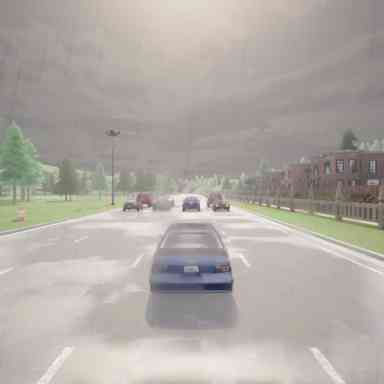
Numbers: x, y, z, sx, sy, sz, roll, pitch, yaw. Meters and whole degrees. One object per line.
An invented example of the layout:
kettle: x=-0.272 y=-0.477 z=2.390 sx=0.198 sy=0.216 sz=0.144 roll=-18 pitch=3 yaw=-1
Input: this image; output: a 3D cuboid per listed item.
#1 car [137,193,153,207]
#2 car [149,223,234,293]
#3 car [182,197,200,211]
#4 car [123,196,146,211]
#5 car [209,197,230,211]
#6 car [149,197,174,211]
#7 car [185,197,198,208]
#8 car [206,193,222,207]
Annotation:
car: x=-7.097 y=1.221 z=50.024 sx=2.150 sy=2.045 sz=5.566 roll=0 pitch=0 yaw=0
car: x=-0.018 y=1.548 z=8.975 sx=2.033 sy=1.411 sz=5.357 roll=0 pitch=0 yaw=0
car: x=-0.078 y=1.352 z=39.974 sx=2.097 sy=1.767 sz=4.553 roll=0 pitch=0 yaw=0
car: x=-7.078 y=1.526 z=39.991 sx=1.812 sy=1.442 sz=4.674 roll=0 pitch=0 yaw=0
car: x=3.422 y=1.601 z=40.041 sx=1.895 sy=1.301 sz=4.718 roll=0 pitch=0 yaw=0
car: x=-3.578 y=1.564 z=39.998 sx=1.994 sy=1.385 sz=4.181 roll=0 pitch=0 yaw=0
car: x=-0.097 y=1.505 z=50.008 sx=1.837 sy=1.490 sz=4.892 roll=0 pitch=0 yaw=0
car: x=3.403 y=1.221 z=50.044 sx=2.150 sy=2.045 sz=5.566 roll=0 pitch=0 yaw=0
